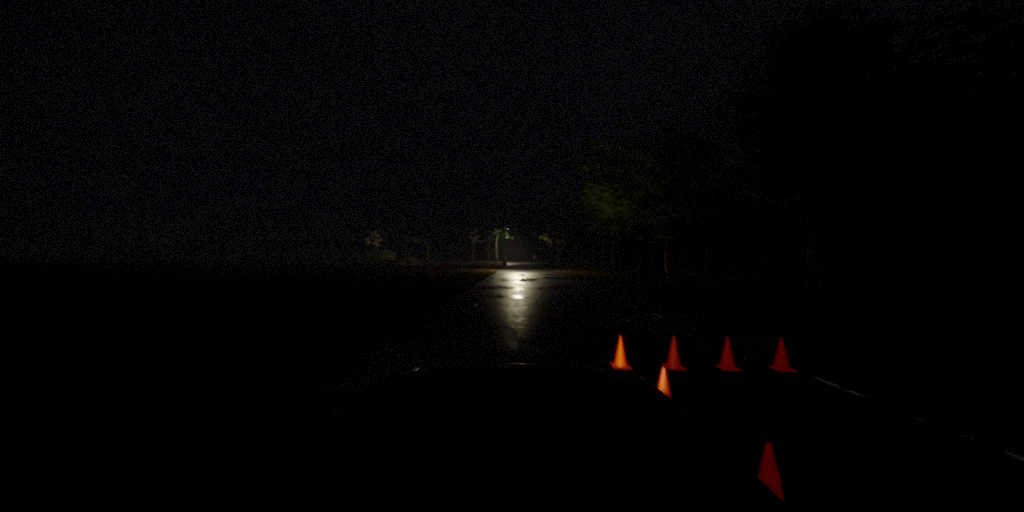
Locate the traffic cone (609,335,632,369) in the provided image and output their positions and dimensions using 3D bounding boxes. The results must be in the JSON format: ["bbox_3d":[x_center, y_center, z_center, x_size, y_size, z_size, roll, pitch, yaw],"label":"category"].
[{"bbox_3d":[2.048,1.789,6.769,0.340,0.580,0.340,0,0,1],"label":"traffic cone"}]

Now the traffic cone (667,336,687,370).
[{"bbox_3d":[3.047,1.801,6.752,0.340,0.580,0.340,0,0,1],"label":"traffic cone"}]

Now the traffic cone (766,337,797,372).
[{"bbox_3d":[5.045,1.826,6.720,0.340,0.580,0.340,0,0,1],"label":"traffic cone"}]

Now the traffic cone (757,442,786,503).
[{"bbox_3d":[1.984,1.743,2.770,0.340,0.580,0.340,0,0,1],"label":"traffic cone"}]

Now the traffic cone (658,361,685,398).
[{"bbox_3d":[2.016,1.766,4.769,0.340,0.580,0.340,0,0,1],"label":"traffic cone"}]

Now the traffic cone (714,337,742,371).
[{"bbox_3d":[4.046,1.814,6.736,0.340,0.580,0.340,0,0,1],"label":"traffic cone"}]
